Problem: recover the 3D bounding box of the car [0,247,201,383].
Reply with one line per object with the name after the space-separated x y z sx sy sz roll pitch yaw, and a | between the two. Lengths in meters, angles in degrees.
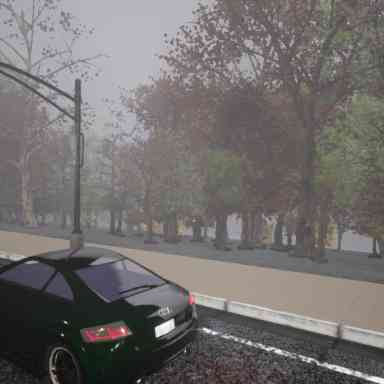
-1.945 1.563 5.073 4.181 1.385 1.994 0 0 36 | car
